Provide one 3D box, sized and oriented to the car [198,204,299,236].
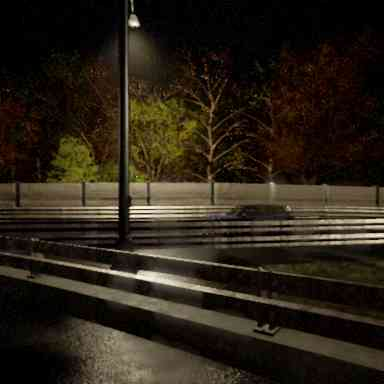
[{"bbox_3d":[2.594,1.364,15.800,4.553,1.767,2.097,0,0,-9],"label":"car"}]
